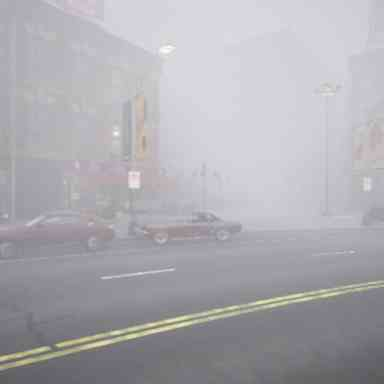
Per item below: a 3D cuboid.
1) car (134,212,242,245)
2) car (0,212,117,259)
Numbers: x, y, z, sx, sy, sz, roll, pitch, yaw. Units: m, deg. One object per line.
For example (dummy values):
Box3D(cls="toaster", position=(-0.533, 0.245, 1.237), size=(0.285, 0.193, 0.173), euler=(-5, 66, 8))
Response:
Box3D(cls="car", position=(-0.197, 1.574, 15.245), size=(4.718, 1.301, 1.895), euler=(0, 0, -22))
Box3D(cls="car", position=(-5.177, 1.470, 12.409), size=(4.674, 1.452, 2.002), euler=(0, 0, -32))
